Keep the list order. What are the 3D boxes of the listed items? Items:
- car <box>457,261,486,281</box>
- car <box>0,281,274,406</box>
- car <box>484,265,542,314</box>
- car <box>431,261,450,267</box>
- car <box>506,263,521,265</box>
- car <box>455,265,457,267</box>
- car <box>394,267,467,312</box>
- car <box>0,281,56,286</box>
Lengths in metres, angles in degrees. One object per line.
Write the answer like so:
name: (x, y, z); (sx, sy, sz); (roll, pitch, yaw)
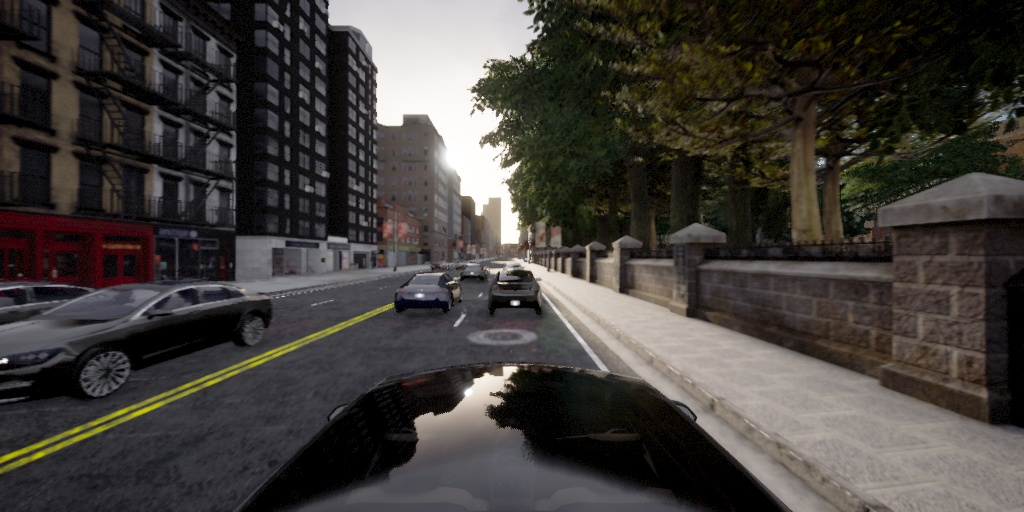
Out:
car: (-3.137, 1.337, 30.266); (1.994, 1.385, 4.181); (0, 0, 0)
car: (-6.598, 1.245, 6.514); (2.128, 1.511, 4.902); (0, 0, 0)
car: (0.106, 1.262, 13.925); (1.837, 1.490, 4.892); (0, 0, 0)
car: (-9.804, 1.364, 49.379); (1.994, 1.385, 4.181); (0, 0, 0)
car: (0.112, 1.299, 30.708); (1.812, 1.442, 4.674); (0, 0, 0)
car: (-6.554, 1.363, 49.349); (1.994, 1.385, 4.181); (0, 0, 0)
car: (-3.143, 1.322, 14.226); (1.994, 1.385, 4.181); (0, 0, 0)
car: (-9.849, 1.245, 6.530); (2.128, 1.511, 4.902); (0, 0, 0)
